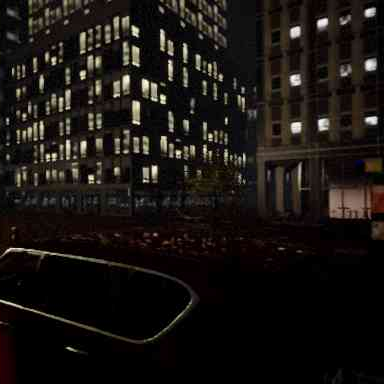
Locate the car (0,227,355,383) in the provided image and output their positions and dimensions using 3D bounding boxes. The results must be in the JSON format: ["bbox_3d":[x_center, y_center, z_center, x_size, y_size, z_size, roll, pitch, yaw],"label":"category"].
[{"bbox_3d":[-0.988,1.328,3.588,5.009,1.841,2.192,0,0,36],"label":"car"}]
